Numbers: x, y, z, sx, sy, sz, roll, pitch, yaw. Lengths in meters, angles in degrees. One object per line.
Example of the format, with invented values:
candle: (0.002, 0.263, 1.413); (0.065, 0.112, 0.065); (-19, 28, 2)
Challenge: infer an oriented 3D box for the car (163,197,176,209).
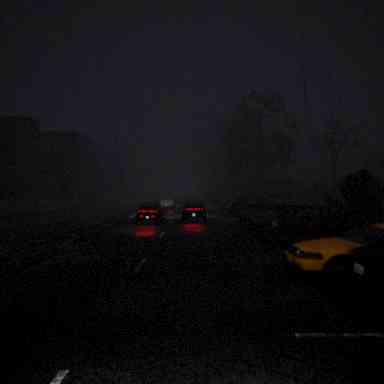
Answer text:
car: (-3.094, 1.339, 42.436); (1.812, 1.442, 4.674); (0, 1, 0)

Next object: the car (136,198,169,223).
car: (-3.125, 1.501, 25.711); (1.837, 1.490, 4.892); (0, 1, 0)

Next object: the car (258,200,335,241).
car: (5.527, 1.393, 14.725); (4.553, 1.767, 2.185); (0, 0, 0)

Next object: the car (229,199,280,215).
car: (5.602, 1.506, 25.751); (4.792, 1.488, 2.163); (0, 0, 0)

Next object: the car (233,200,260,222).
car: (5.539, 1.523, 22.999); (4.792, 1.488, 2.163); (0, 0, 0)

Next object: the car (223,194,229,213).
car: (5.549, 1.311, 31.387); (4.553, 1.767, 2.185); (0, 1, 0)

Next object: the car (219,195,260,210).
car: (5.621, 1.215, 39.525); (4.553, 1.767, 2.185); (0, 1, 0)

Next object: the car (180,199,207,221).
car: (0.136, 1.488, 26.735); (1.837, 1.490, 4.892); (0, -1, 0)

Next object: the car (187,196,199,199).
car: (0.157, 1.291, 42.472); (1.882, 1.535, 5.008); (0, 1, 0)

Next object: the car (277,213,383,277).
car: (5.365, 1.511, 9.222); (5.366, 1.575, 1.946); (0, 0, 0)

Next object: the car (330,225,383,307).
car: (5.576, 1.539, 6.461); (4.792, 1.488, 2.163); (0, 0, 0)

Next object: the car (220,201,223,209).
car: (5.578, 1.411, 34.016); (4.892, 1.521, 2.231); (0, 1, 0)

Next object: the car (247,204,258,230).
car: (5.559, 1.551, 17.487); (4.674, 1.452, 2.002); (0, 0, 0)

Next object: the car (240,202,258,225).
car: (5.568, 1.543, 20.240); (4.674, 1.452, 2.002); (0, 0, 0)

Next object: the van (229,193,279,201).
van: (5.693, 1.233, 28.502); (4.442, 1.987, 1.878); (0, 0, 0)

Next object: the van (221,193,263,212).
van: (5.471, 1.153, 36.771); (4.442, 1.987, 1.878); (0, 1, 0)
